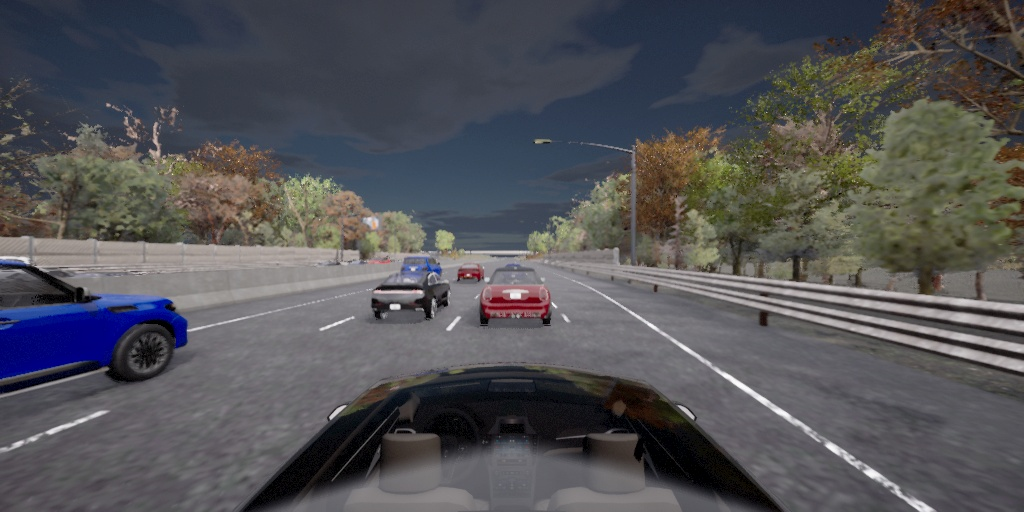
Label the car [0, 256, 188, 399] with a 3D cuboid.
[{"bbox_3d":[-6.905,0.979,4.028,2.150,2.045,5.566,0,0,0],"label":"car"}]

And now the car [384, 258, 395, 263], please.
[{"bbox_3d":[-17.556,1.453,55.521,2.128,1.511,4.902,0,0,0],"label":"car"}]

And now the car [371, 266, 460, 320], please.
[{"bbox_3d":[-3.399,1.278,12.856,2.128,1.511,4.902,0,0,0],"label":"car"}]

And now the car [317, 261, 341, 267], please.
[{"bbox_3d":[-28.039,1.451,55.015,2.128,1.511,4.902,0,0,1],"label":"car"}]

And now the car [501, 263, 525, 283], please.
[{"bbox_3d":[0.101,1.374,29.702,1.812,1.442,4.674,0,0,0],"label":"car"}]

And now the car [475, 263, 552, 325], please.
[{"bbox_3d":[0.100,1.136,12.138,2.097,1.767,4.553,0,0,0],"label":"car"}]

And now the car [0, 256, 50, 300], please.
[{"bbox_3d":[-24.599,1.017,15.458,2.150,2.045,5.566,0,0,0],"label":"car"}]

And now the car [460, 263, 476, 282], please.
[{"bbox_3d":[-3.397,1.329,30.271,1.882,1.535,5.008,0,0,0],"label":"car"}]

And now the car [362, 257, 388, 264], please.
[{"bbox_3d":[-21.039,1.186,56.616,2.150,2.045,5.566,0,0,1],"label":"car"}]

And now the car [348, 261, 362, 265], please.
[{"bbox_3d":[-24.536,1.494,56.826,1.812,1.442,4.674,0,0,1],"label":"car"}]

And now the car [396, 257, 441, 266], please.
[{"bbox_3d":[-6.899,1.063,27.741,2.150,2.045,5.566,0,0,0],"label":"car"}]
